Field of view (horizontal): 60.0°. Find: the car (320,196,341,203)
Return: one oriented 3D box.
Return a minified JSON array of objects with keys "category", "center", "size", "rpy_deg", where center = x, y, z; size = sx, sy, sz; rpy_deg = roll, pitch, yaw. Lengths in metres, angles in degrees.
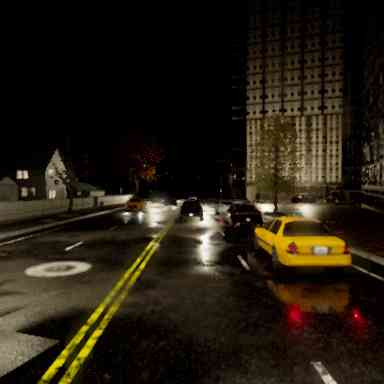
[{"category":"car","center":[31.076,1.678,74.570],"size":[4.403,1.369,2.008],"rpy_deg":[0,2,20]}]

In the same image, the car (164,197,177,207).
[{"category":"car","center":[-3.280,1.503,51.466],"size":[2.033,1.411,5.357],"rpy_deg":[0,0,1]}]

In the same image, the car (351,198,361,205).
[{"category":"car","center":[33.685,1.923,65.222],"size":[4.507,1.381,1.887],"rpy_deg":[0,2,20]}]

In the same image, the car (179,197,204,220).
[{"category":"car","center":[-0.050,1.473,27.843],"size":[1.837,1.490,4.892],"rpy_deg":[0,0,0]}]

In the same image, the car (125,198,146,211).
[{"category":"car","center":[-6.576,1.437,39.274],"size":[1.882,1.535,5.008],"rpy_deg":[0,0,0]}]

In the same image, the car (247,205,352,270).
[{"category":"car","center":[3.255,1.441,10.952],"size":[1.801,1.575,5.366],"rpy_deg":[0,0,0]}]

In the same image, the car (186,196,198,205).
[{"category":"car","center":[0.024,1.503,60.097],"size":[2.033,1.411,5.357],"rpy_deg":[0,0,0]}]

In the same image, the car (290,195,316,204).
[{"category":"car","center":[23.040,1.603,69.119],"size":[5.009,1.841,2.192],"rpy_deg":[0,2,20]}]

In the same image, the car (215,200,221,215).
[{"category":"car","center":[3.263,1.488,32.770],"size":[1.812,1.442,4.674],"rpy_deg":[0,0,0]}]

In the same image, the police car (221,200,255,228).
[{"category":"police car","center":[3.259,1.398,21.876],"size":[1.930,1.638,5.238],"rpy_deg":[0,0,0]}]
